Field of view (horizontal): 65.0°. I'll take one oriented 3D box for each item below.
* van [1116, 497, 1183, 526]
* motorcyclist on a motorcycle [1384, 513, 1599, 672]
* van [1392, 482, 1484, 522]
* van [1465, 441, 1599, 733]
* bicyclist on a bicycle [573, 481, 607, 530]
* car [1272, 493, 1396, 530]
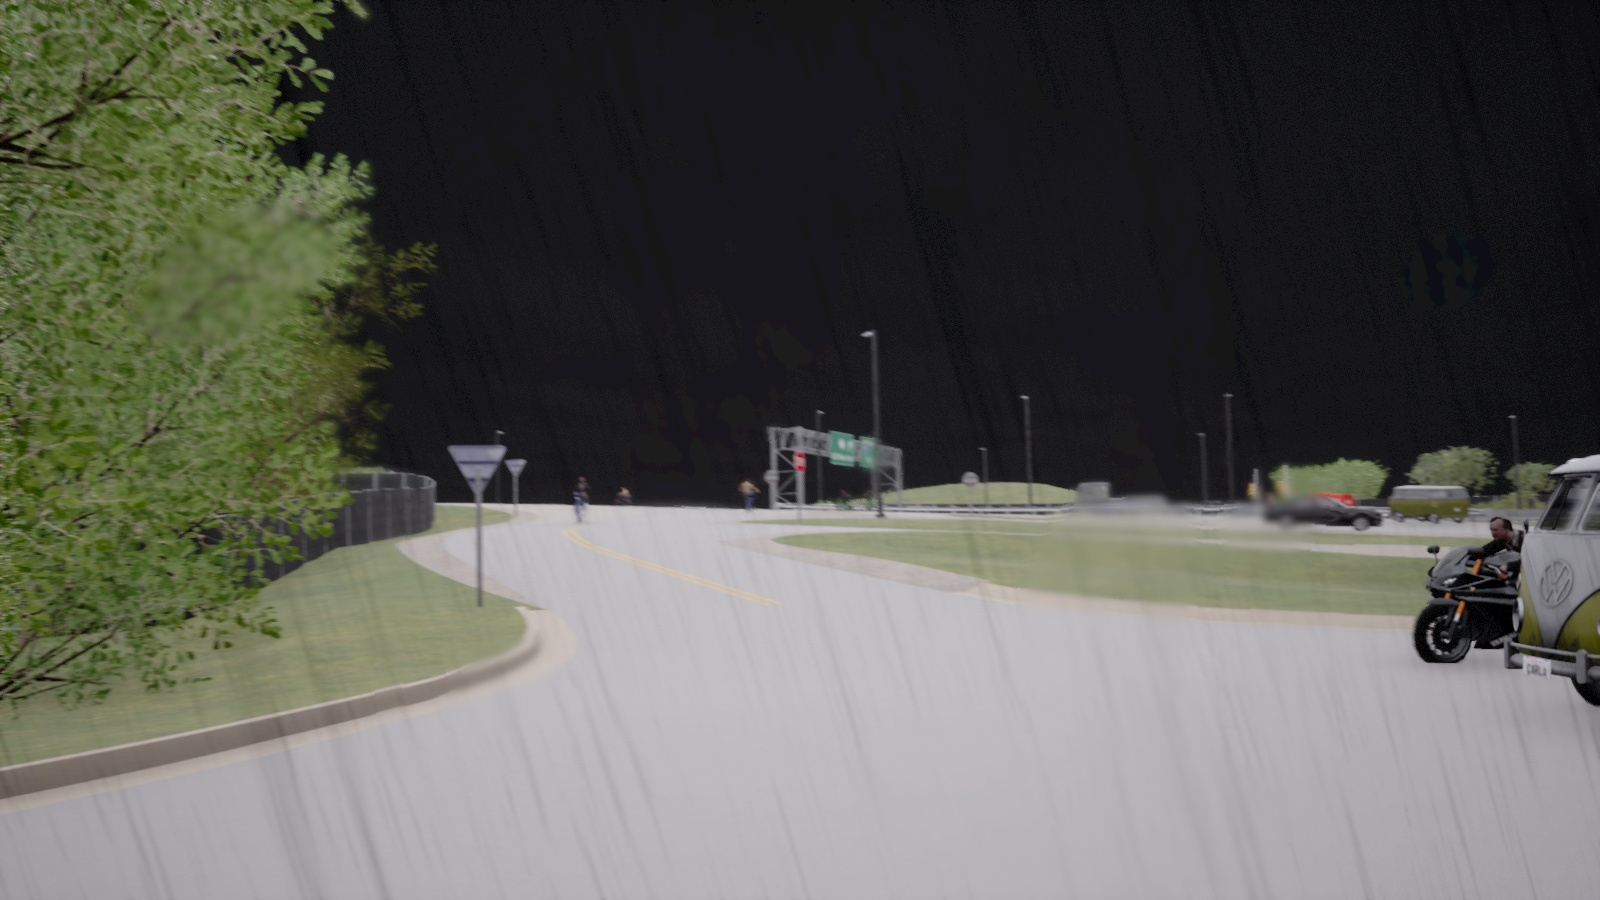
[{"bbox_3d":[25.513,4.519,91.567,4.442,1.987,1.775,-3,-4,24],"label":"van"},{"bbox_3d":[7.347,1.434,12.974,2.191,1.530,0.866,-1,-3,-7],"label":"motorcyclist on a motorcycle"},{"bbox_3d":[33.880,2.749,66.810,1.775,1.987,4.442,-1,-2,-15],"label":"van"},{"bbox_3d":[7.605,0.943,9.270,4.442,1.987,1.775,0,-3,-4],"label":"van"},{"bbox_3d":[-7.790,2.038,46.638,0.659,1.776,1.843,-2,-2,10],"label":"bicyclist on a bicycle"},{"bbox_3d":[23.752,2.731,56.005,5.008,1.535,1.882,0,-3,23],"label":"car"}]
